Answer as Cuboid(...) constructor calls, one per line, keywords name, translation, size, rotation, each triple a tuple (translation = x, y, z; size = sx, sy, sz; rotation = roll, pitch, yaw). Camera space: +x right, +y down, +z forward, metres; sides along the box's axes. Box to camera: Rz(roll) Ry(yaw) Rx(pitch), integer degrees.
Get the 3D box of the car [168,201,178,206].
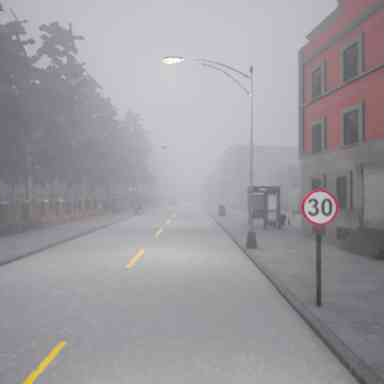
Cuboid(name="car", translation=(-4.001, 2.476, 70.959), size=(1.895, 1.301, 4.718), rotation=(0, -1, 0))
